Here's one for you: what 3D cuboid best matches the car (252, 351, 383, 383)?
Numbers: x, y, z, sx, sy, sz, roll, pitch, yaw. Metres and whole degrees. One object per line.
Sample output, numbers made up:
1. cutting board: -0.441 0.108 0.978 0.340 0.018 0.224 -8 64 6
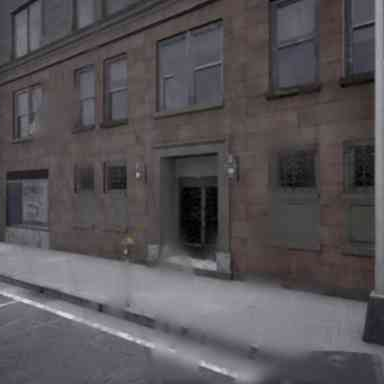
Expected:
1. car: 2.238 1.545 1.482 4.403 1.369 2.008 0 0 35
